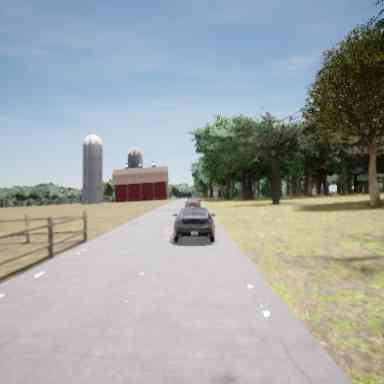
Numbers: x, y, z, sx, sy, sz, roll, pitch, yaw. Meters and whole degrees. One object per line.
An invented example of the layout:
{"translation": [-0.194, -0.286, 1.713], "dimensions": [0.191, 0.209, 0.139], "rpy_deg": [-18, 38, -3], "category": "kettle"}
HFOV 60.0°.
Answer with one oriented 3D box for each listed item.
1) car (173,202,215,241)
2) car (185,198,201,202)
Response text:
{"translation": [0.104, 1.480, 16.470], "dimensions": [1.837, 1.490, 4.892], "rpy_deg": [0, 0, 0], "category": "car"}
{"translation": [0.107, 1.477, 39.123], "dimensions": [1.812, 1.442, 4.674], "rpy_deg": [0, 0, 0], "category": "car"}
